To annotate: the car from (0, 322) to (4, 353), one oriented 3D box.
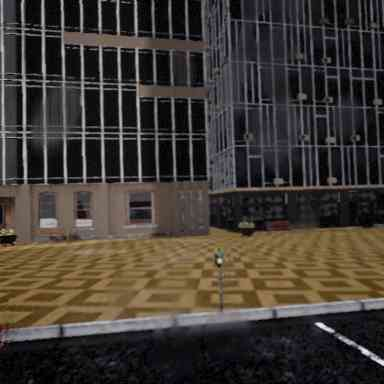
[{"bbox_3d":[-4.579,1.759,3.539,4.507,1.381,1.887,0,-3,-12],"label":"car"}]
